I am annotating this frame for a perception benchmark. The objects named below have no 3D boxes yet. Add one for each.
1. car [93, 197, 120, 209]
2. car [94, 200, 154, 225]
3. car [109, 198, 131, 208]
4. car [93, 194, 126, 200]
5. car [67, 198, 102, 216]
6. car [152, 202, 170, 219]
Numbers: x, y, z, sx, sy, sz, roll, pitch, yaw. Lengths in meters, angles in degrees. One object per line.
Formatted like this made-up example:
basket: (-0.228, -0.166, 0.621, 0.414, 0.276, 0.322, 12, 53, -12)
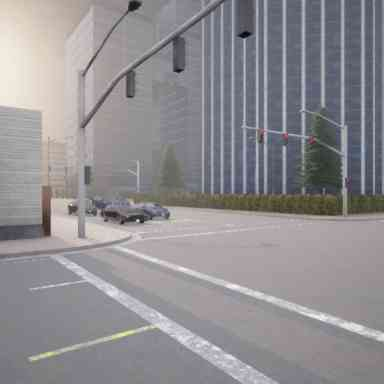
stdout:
car: (-12.203, 1.547, 47.167, 2.128, 1.511, 4.902, 0, 0, -36)
car: (-5.305, 1.603, 25.232, 2.033, 1.411, 5.357, 0, 0, -36)
car: (-11.274, 1.619, 51.872, 1.994, 1.385, 4.181, 0, 0, -36)
car: (-9.374, 1.277, 36.917, 2.150, 2.045, 5.566, 0, 0, -36)
car: (-10.975, 1.560, 33.141, 1.837, 1.490, 4.892, 0, 0, -36)
car: (-3.711, 1.581, 29.045, 1.812, 1.442, 4.674, 0, 0, -36)
